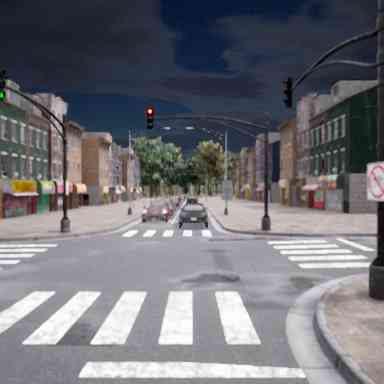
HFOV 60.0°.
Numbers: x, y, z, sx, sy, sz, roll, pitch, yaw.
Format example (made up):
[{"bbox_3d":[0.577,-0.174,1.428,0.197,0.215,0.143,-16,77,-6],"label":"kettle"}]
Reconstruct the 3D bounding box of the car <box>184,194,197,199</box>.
[{"bbox_3d":[0.072,1.360,55.914,1.882,1.535,5.008,0,0,0],"label":"car"}]

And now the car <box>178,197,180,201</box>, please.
[{"bbox_3d":[-2.633,1.479,36.013,1.947,1.339,4.313,-1,0,0],"label":"car"}]

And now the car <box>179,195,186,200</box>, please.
[{"bbox_3d":[-2.613,1.428,90.361,1.802,1.307,4.206,-1,0,0],"label":"car"}]

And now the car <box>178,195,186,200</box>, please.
[{"bbox_3d":[-2.615,1.416,84.926,1.947,1.339,4.313,-1,0,0],"label":"car"}]

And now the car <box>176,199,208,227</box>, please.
[{"bbox_3d":[0.095,1.466,22.364,1.812,1.442,4.674,0,0,0],"label":"car"}]

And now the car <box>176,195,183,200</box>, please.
[{"bbox_3d":[-2.629,1.440,46.883,1.887,1.381,4.507,-1,0,0],"label":"car"}]

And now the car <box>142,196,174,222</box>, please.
[{"bbox_3d":[-2.638,1.374,25.144,1.967,1.590,4.097,-1,0,0],"label":"car"}]

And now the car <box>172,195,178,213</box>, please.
[{"bbox_3d":[-2.636,1.363,30.578,1.967,1.590,4.097,-1,0,0],"label":"car"}]
